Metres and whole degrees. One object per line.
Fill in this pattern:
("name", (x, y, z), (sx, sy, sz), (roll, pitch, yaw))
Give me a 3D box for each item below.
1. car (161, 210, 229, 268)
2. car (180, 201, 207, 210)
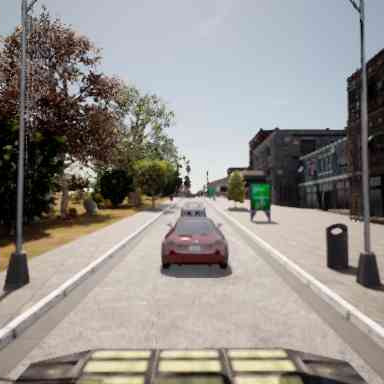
("car", (0.086, 1.496, 11.026), (1.994, 1.385, 4.181), (0, 0, 0))
("car", (0.102, 1.382, 23.822), (2.033, 1.411, 5.357), (0, 0, 1))
